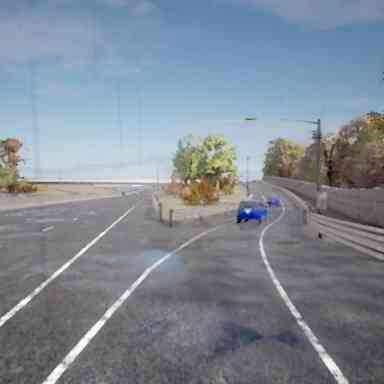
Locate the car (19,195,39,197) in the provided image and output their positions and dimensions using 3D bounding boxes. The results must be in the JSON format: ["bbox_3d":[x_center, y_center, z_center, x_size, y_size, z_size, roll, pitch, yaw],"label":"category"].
[{"bbox_3d":[-29.330,1.292,60.827,1.837,1.490,4.892,0,0,-7],"label":"car"}]

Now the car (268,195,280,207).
[{"bbox_3d":[14.742,1.603,60.389,2.150,2.045,5.566,1,2,14],"label":"car"}]

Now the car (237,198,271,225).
[{"bbox_3d":[5.551,1.821,30.358,2.150,2.045,5.566,1,-1,19],"label":"car"}]

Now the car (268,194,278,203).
[{"bbox_3d":[17.160,1.298,70.568,1.812,1.442,4.674,1,4,12],"label":"car"}]

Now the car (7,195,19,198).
[{"bbox_3d":[-32.882,1.292,61.064,2.128,1.511,4.902,0,0,-7],"label":"car"}]
